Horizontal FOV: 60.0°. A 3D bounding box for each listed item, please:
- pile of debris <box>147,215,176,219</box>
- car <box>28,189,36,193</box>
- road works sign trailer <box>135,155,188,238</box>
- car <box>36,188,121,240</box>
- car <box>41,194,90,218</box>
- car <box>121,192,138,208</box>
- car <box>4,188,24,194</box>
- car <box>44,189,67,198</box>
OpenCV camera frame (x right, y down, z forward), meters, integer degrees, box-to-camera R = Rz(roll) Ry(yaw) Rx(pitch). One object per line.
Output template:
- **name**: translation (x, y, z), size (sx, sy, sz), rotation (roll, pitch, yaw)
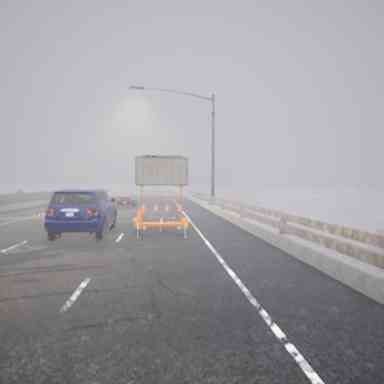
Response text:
- **pile of debris**: translation (-2.048, 1.654, 22.366), size (1.860, 0.140, 1.500), rotation (0, 1, -5)
- **car**: translation (-26.354, 0.129, 56.721), size (1.812, 1.442, 4.674), rotation (0, 1, -5)
- **road works sign trailer**: translation (-1.395, 0.112, 15.359), size (2.380, 3.560, 2.880), rotation (0, 1, -5)
- **car**: translation (-4.775, 0.864, 14.972), size (2.150, 2.045, 5.566), rotation (0, 1, -5)
- **car**: translation (-9.186, 0.954, 24.648), size (2.033, 1.411, 5.357), rotation (0, 1, -5)
- **car**: translation (-6.458, 0.752, 33.154), size (1.812, 1.442, 4.674), rotation (0, 1, -5)
- **car**: translation (-29.788, 0.133, 55.876), size (1.812, 1.442, 4.674), rotation (0, 1, -5)
- **car**: translation (-22.725, 0.196, 55.440), size (2.033, 1.411, 5.357), rotation (0, 1, -5)
